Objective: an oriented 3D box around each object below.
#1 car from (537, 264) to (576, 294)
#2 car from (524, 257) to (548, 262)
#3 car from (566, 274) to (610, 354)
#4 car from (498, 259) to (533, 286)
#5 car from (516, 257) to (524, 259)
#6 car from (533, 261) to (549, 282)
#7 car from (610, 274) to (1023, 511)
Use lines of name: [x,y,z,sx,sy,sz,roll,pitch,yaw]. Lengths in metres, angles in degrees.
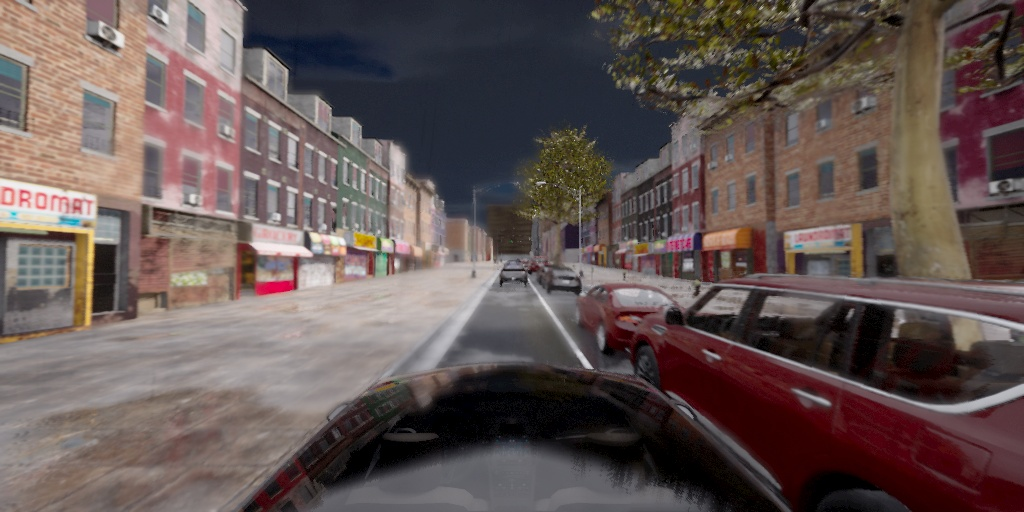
car: [2.639,1.296,19.675,1.948,1.339,4.313,0,0,0]
car: [2.637,0.990,36.339,2.192,1.841,5.009,0,0,0]
car: [2.640,1.295,8.561,1.888,1.381,4.507,0,0,0]
car: [0.095,1.206,24.716,2.128,1.511,4.902,0,0,0]
car: [0.098,1.190,40.101,1.812,1.442,4.674,0,0,0]
car: [2.638,1.279,25.231,1.948,1.339,4.313,0,0,0]
car: [2.640,1.065,3.003,2.192,1.841,5.009,0,0,0]
